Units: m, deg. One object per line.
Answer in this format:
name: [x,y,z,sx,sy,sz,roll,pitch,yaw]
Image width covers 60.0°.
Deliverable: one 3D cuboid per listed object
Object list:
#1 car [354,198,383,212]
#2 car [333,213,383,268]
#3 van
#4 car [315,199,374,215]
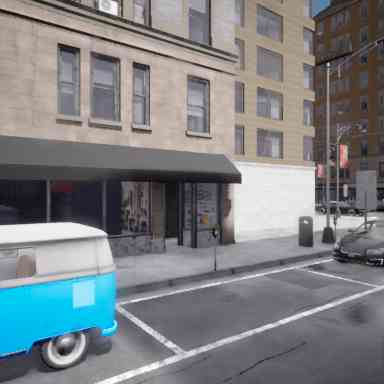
car: [19.912,1.476,33.937,2.033,1.411,5.357,0,0,-36]
car: [6.278,1.551,10.666,4.403,1.369,2.008,0,0,-35]
van: [-2.941,1.341,4.092,3.998,1.788,1.690,0,0,-35]
car: [13.814,1.524,30.933,1.895,1.301,4.718,0,0,-35]
